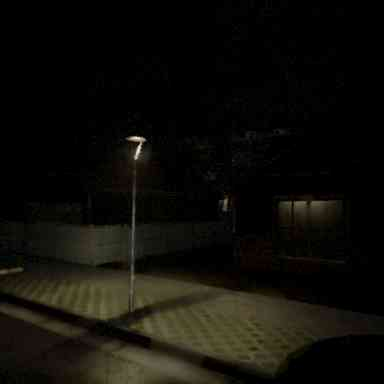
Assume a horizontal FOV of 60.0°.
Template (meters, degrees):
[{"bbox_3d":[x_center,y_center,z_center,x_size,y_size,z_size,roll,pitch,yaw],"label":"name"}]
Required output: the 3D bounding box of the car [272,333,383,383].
[{"bbox_3d":[2.934,1.641,1.862,5.008,1.535,1.882,-1,-3,34],"label":"car"}]
